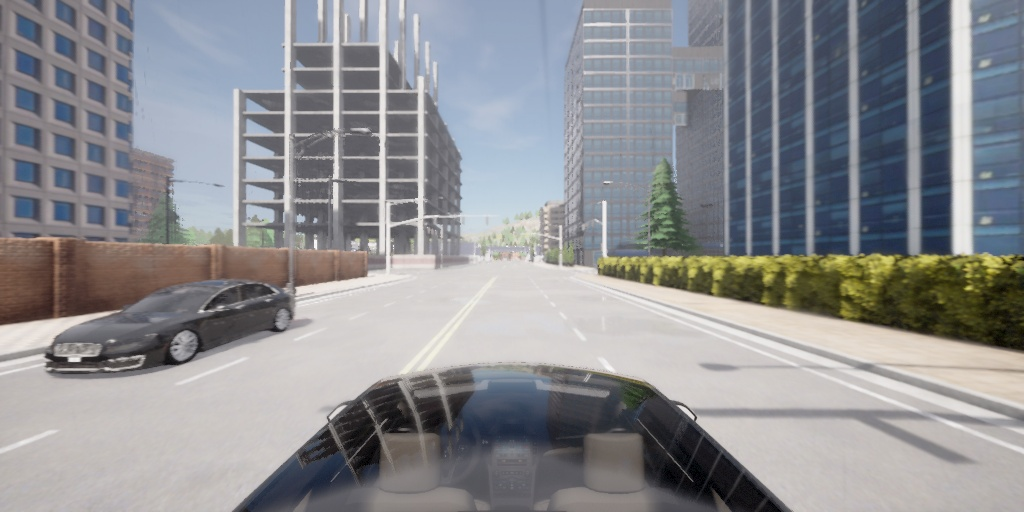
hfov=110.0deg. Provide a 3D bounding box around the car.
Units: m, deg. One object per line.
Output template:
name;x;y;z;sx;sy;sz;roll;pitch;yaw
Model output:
car;-6.998;1.354;8.158;1.837;1.490;4.892;0;1;0
